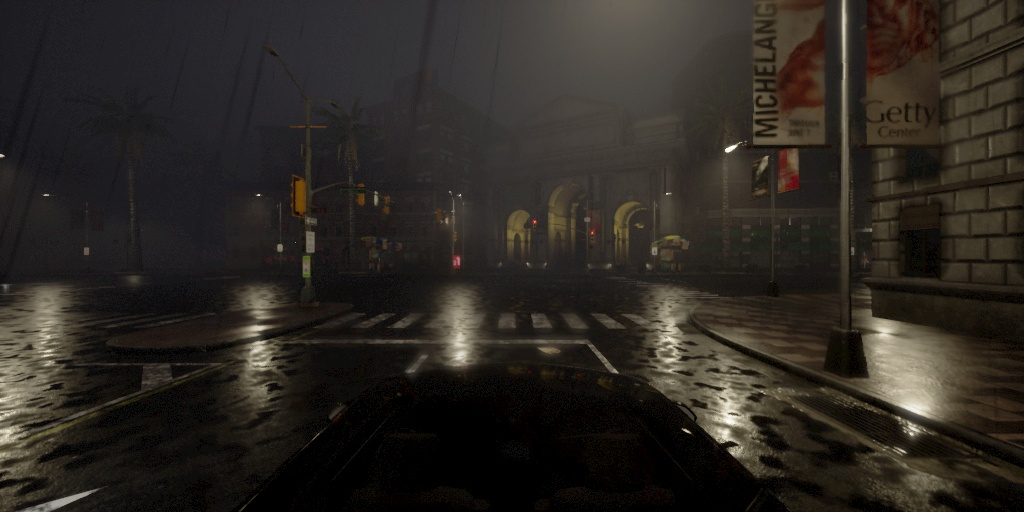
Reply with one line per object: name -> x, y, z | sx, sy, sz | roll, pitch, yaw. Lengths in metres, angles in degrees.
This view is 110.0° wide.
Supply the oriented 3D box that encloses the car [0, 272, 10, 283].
car -> -38.891, 1.351, 25.283 | 4.718, 1.301, 1.895 | 0, 0, 0
